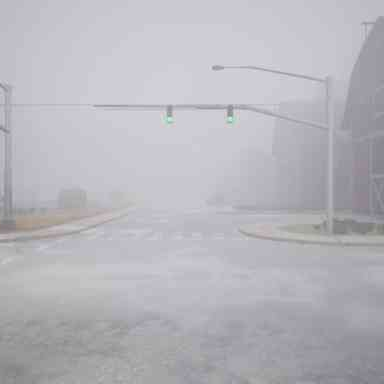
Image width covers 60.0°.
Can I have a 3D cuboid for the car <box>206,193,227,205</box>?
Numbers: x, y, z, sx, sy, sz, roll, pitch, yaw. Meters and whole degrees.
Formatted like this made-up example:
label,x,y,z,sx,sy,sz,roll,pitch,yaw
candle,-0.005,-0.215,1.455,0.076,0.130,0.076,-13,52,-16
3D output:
label,x,y,z,sx,sy,sz,roll,pitch,yaw
car,4.165,1.138,57.253,1.905,1.878,3.866,-8,3,-42
